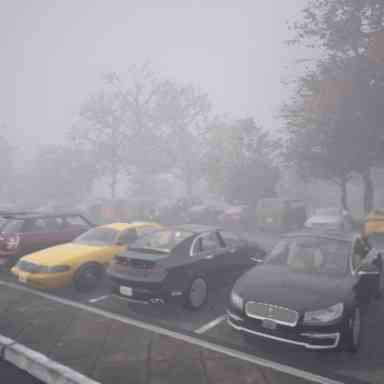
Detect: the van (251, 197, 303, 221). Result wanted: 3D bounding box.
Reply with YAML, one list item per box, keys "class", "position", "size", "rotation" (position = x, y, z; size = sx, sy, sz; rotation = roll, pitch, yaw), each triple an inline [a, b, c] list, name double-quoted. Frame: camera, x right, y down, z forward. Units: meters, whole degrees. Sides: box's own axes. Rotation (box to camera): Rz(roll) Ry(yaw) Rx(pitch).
- class: "van"
  position: [5.618, 1.338, 20.419]
  size: [1.878, 1.987, 4.442]
  rotation: [-1, 0, 36]

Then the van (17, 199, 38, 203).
- class: "van"
  position: [-16.776, 1.748, 36.477]
  size: [1.878, 1.987, 4.442]
  rotation: [-2, -1, 36]

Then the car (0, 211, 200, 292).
- class: "car"
  position: [-2.169, 1.564, 9.536]
  size: [1.946, 1.575, 5.366]
  rotation: [-1, 0, 36]

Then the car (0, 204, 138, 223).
- class: "car"
  position: [-4.336, 1.466, 11.280]
  size: [2.185, 1.767, 4.553]
  rotation: [-1, 0, 36]

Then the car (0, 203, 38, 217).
- class: "car"
  position: [-21.344, 2.113, 39.602]
  size: [2.097, 1.535, 5.008]
  rotation: [-2, -1, 36]

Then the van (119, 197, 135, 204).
- class: "van"
  position: [-3.387, 1.439, 26.876]
  size: [1.878, 1.987, 4.442]
  rotation: [-1, 0, 36]

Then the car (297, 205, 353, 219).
- class: "car"
  position: [7.805, 1.579, 18.711]
  size: [2.002, 1.452, 4.674]
  rotation: [-1, 0, 36]

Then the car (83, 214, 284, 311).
- class: "car"
  position: [0.192, 1.543, 8.064]
  size: [2.231, 1.521, 4.892]
  rotation: [-1, 0, 36]

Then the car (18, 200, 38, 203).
- class: "car"
  position: [-14.696, 1.901, 34.614]
  size: [1.946, 1.575, 5.366]
  rotation: [-2, -1, 36]

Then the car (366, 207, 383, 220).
- class: "car"
  position: [10.153, 1.513, 17.018]
  size: [2.097, 1.535, 5.008]
  rotation: [-1, 0, 36]

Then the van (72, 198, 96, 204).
- class: "van"
  position: [-8.031, 1.489, 29.919]
  size: [1.878, 1.987, 4.442]
  rotation: [-1, -1, 36]

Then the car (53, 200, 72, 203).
- class: "car"
  position: [-10.086, 1.765, 31.542]
  size: [2.097, 1.535, 5.008]
  rotation: [-2, -1, 36]

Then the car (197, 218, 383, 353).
- class: "car"
  position: [2.455, 1.518, 6.457]
  size: [2.231, 1.521, 4.892]
  rotation: [-1, 0, 36]

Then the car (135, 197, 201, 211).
- class: "car"
  position: [-1.220, 1.388, 25.144]
  size: [2.435, 2.045, 5.566]
  rotation: [-1, 0, 36]

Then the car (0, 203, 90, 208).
- class: "car"
  position: [-6.592, 1.491, 12.898]
  size: [2.185, 1.767, 4.553]
  rotation: [-1, 0, 36]

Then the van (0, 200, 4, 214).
- class: "van"
  position: [-28.030, 2.096, 44.545]
  size: [1.878, 1.987, 4.442]
  rotation: [-2, -1, 36]

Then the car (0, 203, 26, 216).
- class: "car"
  position: [-23.697, 2.186, 41.288]
  size: [2.097, 1.535, 5.008]
  rotation: [-2, -1, 36]

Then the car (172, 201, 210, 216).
- class: "car"
  position: [1.148, 1.613, 23.474]
  size: [2.097, 1.535, 5.008]
  rotation: [-1, 0, 36]

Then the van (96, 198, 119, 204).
- class: "van"
  position: [-5.536, 1.463, 28.417]
  size: [1.878, 1.987, 4.442]
  rotation: [-1, 0, 36]

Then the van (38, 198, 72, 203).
- class: "van"
  position: [-12.412, 1.609, 33.060]
  size: [1.878, 1.987, 4.442]
  rotation: [-2, -1, 36]

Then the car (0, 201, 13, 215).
- class: "car"
  position: [-25.864, 2.127, 42.810]
  size: [2.185, 1.767, 4.553]
  rotation: [-2, -1, 36]

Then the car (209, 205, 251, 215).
- class: "car"
  position: [3.402, 1.628, 21.862]
  size: [2.002, 1.452, 4.674]
  rotation: [-1, 0, 36]
